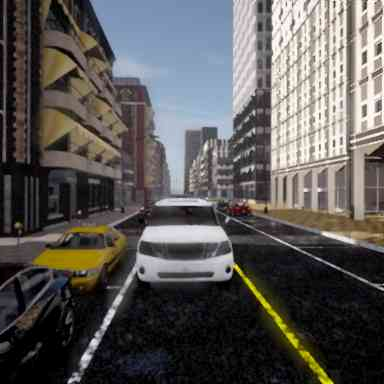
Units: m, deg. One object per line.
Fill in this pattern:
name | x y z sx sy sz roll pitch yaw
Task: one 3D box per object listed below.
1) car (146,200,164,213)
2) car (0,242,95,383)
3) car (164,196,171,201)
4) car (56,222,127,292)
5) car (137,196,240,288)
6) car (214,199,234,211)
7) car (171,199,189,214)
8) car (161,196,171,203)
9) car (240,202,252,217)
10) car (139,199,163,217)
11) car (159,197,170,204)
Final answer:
car | -4.074 1.616 37.287 1.802 1.307 4.206 0 0 -3
car | -2.570 1.563 3.429 1.947 1.339 4.313 0 0 -3
car | -6.202 1.691 84.047 1.802 1.307 4.206 0 0 -3
car | -2.813 1.527 8.902 1.752 1.417 4.829 0 0 -3
car | -0.252 1.231 9.634 2.150 2.045 5.566 0 0 -3
car | 4.047 1.614 43.302 2.008 1.369 4.403 0 0 -3
car | -1.379 1.545 37.286 1.837 1.490 4.892 0 0 -3
car | -5.579 1.637 71.144 2.008 1.369 4.403 0 0 -3
car | 4.549 1.593 32.015 1.887 1.381 4.507 0 0 -3
car | -3.823 1.467 31.644 1.967 1.590 4.097 0 0 -3
car | -5.329 1.627 65.502 2.008 1.369 4.403 0 0 -3
